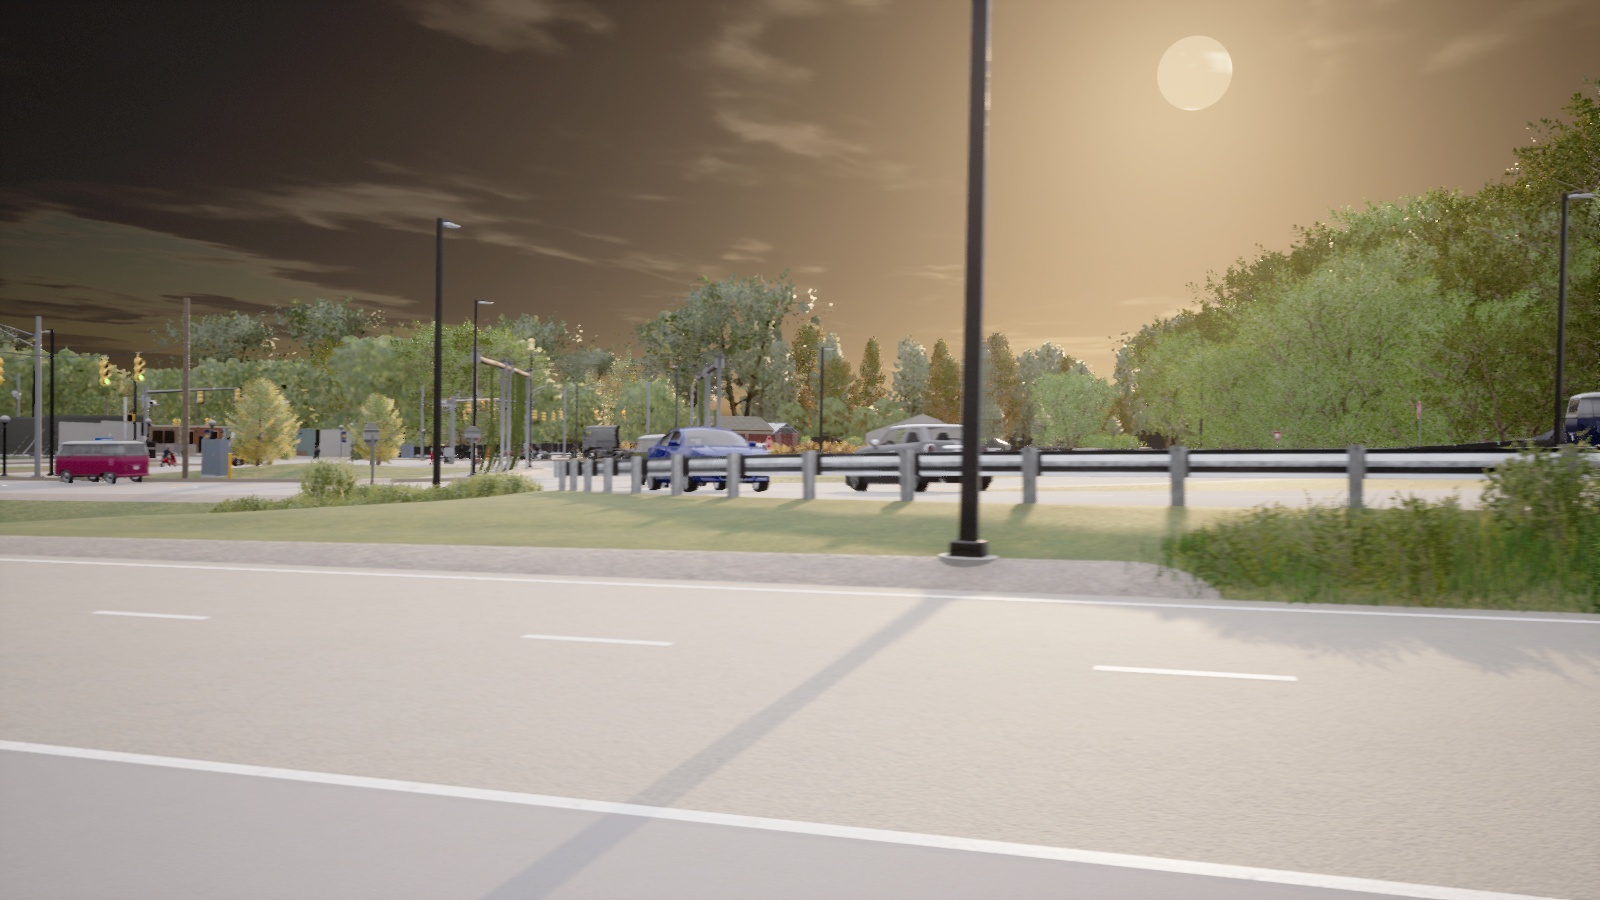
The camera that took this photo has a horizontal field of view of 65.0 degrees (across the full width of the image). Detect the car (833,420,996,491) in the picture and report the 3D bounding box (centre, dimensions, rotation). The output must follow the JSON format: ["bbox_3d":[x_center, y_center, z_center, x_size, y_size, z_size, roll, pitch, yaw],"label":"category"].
[{"bbox_3d":[2.483,0.175,28.101,1.970,1.475,3.806,1,-2,-25],"label":"car"}]

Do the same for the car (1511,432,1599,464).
[{"bbox_3d":[36.502,-0.045,60.036,2.033,1.411,5.357,1,-1,1],"label":"car"}]

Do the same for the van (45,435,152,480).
[{"bbox_3d":[-32.498,0.315,58.207,4.442,1.987,1.775,0,1,18],"label":"van"}]

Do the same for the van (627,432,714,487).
[{"bbox_3d":[-5.002,0.346,47.903,1.775,1.987,4.442,-1,0,-27],"label":"van"}]

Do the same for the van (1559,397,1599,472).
[{"bbox_3d":[23.309,-0.519,33.942,4.442,1.987,1.775,-3,0,19],"label":"van"}]

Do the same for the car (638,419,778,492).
[{"bbox_3d":[-2.242,0.177,29.087,1.882,1.535,5.008,1,-1,-21],"label":"car"}]
